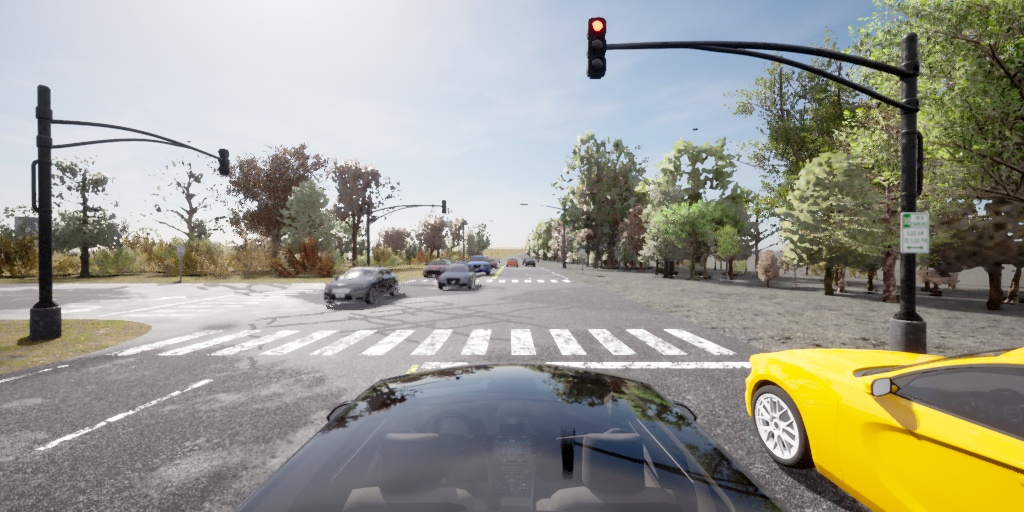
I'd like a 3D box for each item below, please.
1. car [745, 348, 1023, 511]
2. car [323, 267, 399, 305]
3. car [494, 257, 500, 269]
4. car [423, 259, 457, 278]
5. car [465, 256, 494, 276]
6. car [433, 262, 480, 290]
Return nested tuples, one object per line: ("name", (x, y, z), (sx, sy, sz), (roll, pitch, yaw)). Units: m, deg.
("car", (3.363, 1.195, 1.716), (1.882, 1.535, 5.008), (0, 1, 0))
("car", (-6.598, 1.251, 16.213), (2.128, 1.511, 4.902), (0, 0, 0))
("car", (-3.339, 1.103, 55.240), (2.097, 1.767, 4.553), (0, 0, 0))
("car", (-6.662, 1.102, 33.067), (2.097, 1.767, 4.553), (0, 0, 2))
("car", (-3.345, 0.971, 37.163), (2.150, 2.045, 5.566), (0, 0, 0))
("car", (-3.343, 1.304, 22.373), (1.994, 1.385, 4.181), (0, 0, 0))
